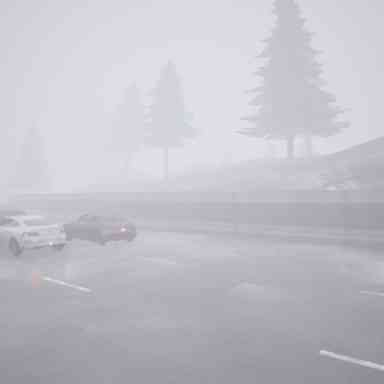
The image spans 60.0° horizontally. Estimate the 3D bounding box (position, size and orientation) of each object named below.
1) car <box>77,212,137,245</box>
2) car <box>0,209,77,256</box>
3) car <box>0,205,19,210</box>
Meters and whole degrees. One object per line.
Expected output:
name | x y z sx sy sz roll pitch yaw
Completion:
car | -4.618 1.693 16.323 4.181 1.385 1.994 -1 0 41
car | -6.921 1.656 13.689 4.674 1.442 1.812 0 0 41
car | -14.476 1.734 25.619 1.882 1.535 5.008 0 0 -43
